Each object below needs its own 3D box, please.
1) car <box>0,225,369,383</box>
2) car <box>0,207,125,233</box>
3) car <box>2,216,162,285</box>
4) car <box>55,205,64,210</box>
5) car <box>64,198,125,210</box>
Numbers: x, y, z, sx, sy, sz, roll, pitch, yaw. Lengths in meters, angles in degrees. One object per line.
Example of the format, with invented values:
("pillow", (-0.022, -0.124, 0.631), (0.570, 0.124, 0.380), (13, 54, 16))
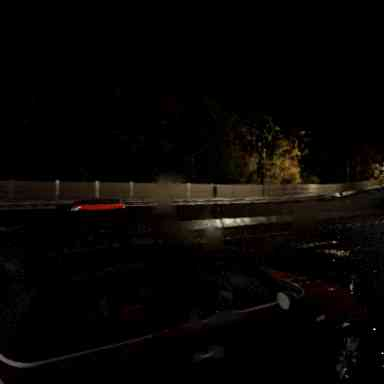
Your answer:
("car", (0.009, 1.346, 3.751), (4.553, 1.767, 2.097), (0, 0, -35))
("car", (-2.048, 1.346, 6.585), (4.553, 1.767, 2.097), (0, 0, -36))
("car", (-3.216, 1.555, 10.047), (4.181, 1.385, 1.994), (0, 0, -36))
("car", (-10.191, 1.453, 31.111), (5.008, 1.535, 1.882), (0, 0, -35))
("car", (-8.025, 1.327, 28.356), (4.553, 1.767, 2.097), (0, 0, -35))
